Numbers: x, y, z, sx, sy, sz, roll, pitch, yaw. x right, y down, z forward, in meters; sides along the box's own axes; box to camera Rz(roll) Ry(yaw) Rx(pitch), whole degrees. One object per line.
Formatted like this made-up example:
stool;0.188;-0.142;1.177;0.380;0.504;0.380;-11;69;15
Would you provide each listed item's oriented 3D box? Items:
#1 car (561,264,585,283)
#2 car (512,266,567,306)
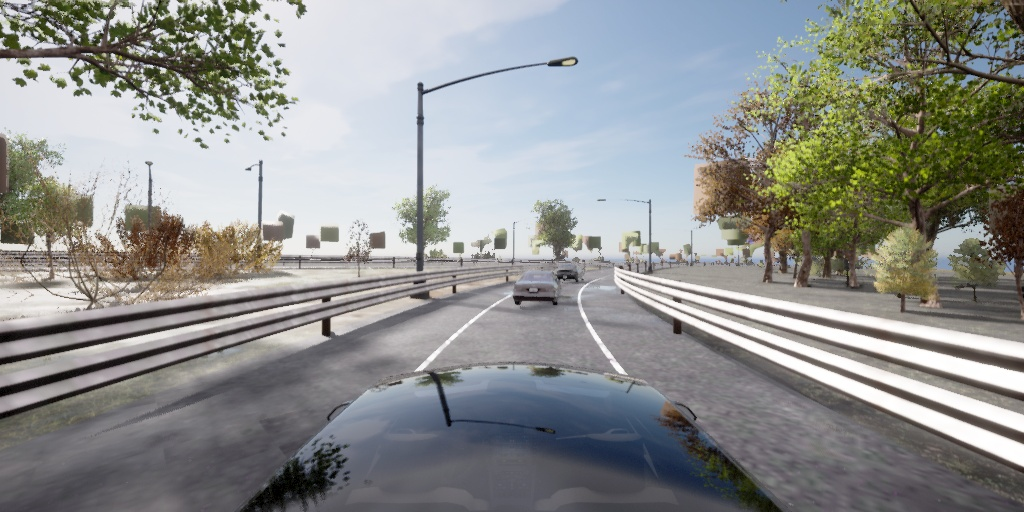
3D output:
car;4.943;1.439;30.309;1.837;1.490;4.892;0;-1;19
car;1.242;1.354;16.097;2.033;1.411;5.357;0;0;10
